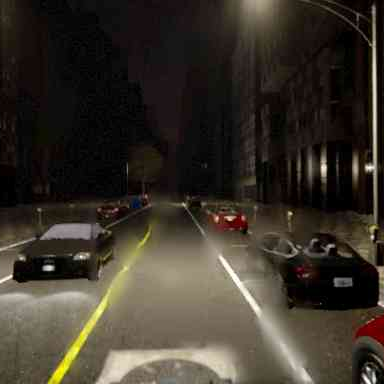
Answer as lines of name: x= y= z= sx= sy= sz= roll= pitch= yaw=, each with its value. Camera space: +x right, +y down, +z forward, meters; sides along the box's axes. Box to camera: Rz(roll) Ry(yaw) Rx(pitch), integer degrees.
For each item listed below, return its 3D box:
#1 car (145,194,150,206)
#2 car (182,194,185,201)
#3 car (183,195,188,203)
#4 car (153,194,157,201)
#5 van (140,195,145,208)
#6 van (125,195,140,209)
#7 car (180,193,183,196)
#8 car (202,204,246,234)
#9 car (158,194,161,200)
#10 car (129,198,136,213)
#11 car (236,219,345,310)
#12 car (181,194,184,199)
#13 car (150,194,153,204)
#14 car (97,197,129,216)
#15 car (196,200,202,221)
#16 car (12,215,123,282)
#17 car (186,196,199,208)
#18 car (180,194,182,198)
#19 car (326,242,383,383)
car: x=-8.361 y=1.405 z=52.579 sx=2.192 sy=1.841 sz=5.009 roll=-1 pitch=0 yaw=-3
car: x=-0.700 y=1.622 z=70.025 sx=1.802 sy=1.307 sz=4.206 roll=-1 pitch=0 yaw=-3
car: x=-0.130 y=1.579 z=58.684 sx=2.008 sy=1.369 sz=4.403 roll=-1 pitch=0 yaw=-3
car: x=-9.216 y=1.422 z=69.590 sx=2.192 sy=1.841 sz=5.009 roll=-1 pitch=0 yaw=-3
van: x=-8.075 y=1.426 z=46.909 sx=1.690 sy=1.788 sz=3.998 roll=-1 pitch=0 yaw=-3
van: x=-7.790 y=1.421 z=41.238 sx=1.690 sy=1.788 sz=3.998 roll=-1 pitch=0 yaw=-3
car: x=-1.557 y=1.501 z=87.036 sx=1.967 sy=1.590 sz=4.097 roll=-1 pitch=0 yaw=-3
car: x=1.865 y=1.433 z=18.990 sx=1.967 sy=1.590 sz=4.097 roll=0 pitch=0 yaw=-3
car: x=-10.071 y=1.443 z=86.600 sx=2.192 sy=1.841 sz=5.009 roll=-1 pitch=0 yaw=-3
car: x=-7.503 y=1.625 z=35.568 sx=2.008 sy=1.369 sz=4.403 roll=-1 pitch=0 yaw=-3
car: x=2.436 y=1.550 z=7.650 sx=1.947 sy=1.339 sz=4.313 roll=0 pitch=0 yaw=-3
car: x=-0.994 y=1.572 z=75.865 sx=1.752 sy=1.417 sz=4.829 roll=-1 pitch=0 yaw=-3
car: x=-8.646 y=1.411 z=58.249 sx=2.192 sy=1.841 sz=5.009 roll=-1 pitch=0 yaw=-3
car: x=-7.219 y=1.509 z=29.897 sx=1.967 sy=1.590 sz=4.097 roll=-1 pitch=0 yaw=-3
car: x=1.581 y=1.563 z=24.661 sx=1.947 sy=1.339 sz=4.313 roll=-1 pitch=0 yaw=-3
car: x=-3.451 y=1.595 z=9.759 sx=1.994 sy=1.385 sz=4.181 roll=0 pitch=0 yaw=-3
car: x=0.441 y=1.600 z=47.343 sx=1.802 sy=1.307 sz=4.206 roll=-1 pitch=0 yaw=-3
car: x=-1.270 y=1.635 z=81.366 sx=1.802 sy=1.307 sz=4.206 roll=-1 pitch=0 yaw=-3
car: x=2.721 y=1.419 z=1.979 sx=1.967 sy=1.590 sz=4.097 roll=0 pitch=0 yaw=-3
